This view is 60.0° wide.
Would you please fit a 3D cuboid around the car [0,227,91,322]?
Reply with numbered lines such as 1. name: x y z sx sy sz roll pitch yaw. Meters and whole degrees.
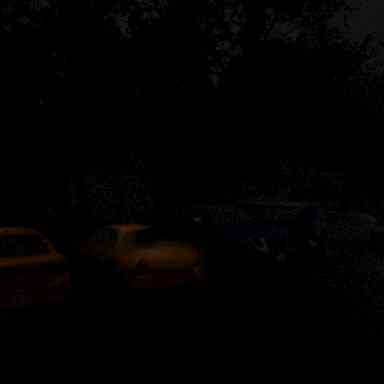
1. car: -4.079 1.489 7.146 2.097 1.535 5.008 0 0 -35

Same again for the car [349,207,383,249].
1. car: 7.394 1.581 15.252 2.002 1.452 4.674 0 0 -35

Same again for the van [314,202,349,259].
1. van: 2.913 1.294 11.944 1.878 1.987 4.442 0 0 -35

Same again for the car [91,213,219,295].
1. car: -1.813 1.497 8.979 1.946 1.575 5.366 0 0 -35

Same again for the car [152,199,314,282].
1. car: 0.587 1.259 10.410 2.435 2.045 5.566 0 0 -35
